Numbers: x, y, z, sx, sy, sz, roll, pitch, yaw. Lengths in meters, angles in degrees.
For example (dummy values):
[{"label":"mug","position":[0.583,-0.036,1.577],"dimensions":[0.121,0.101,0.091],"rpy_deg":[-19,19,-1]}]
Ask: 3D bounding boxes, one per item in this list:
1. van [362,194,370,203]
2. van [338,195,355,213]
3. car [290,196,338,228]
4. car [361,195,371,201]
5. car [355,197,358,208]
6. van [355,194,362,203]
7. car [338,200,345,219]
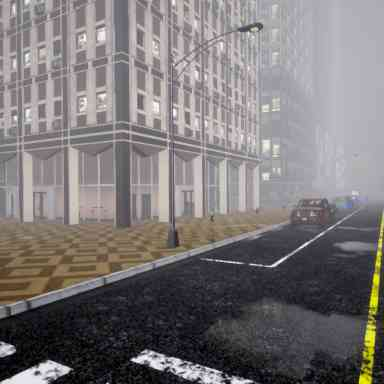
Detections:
[{"label":"van","position":[36.112,1.313,70.181],"dimensions":[1.690,1.788,3.998],"rpy_deg":[-1,0,30]},{"label":"van","position":[16.546,1.332,36.635],"dimensions":[1.690,1.788,3.998],"rpy_deg":[-1,0,30]},{"label":"car","position":[8.080,1.314,22.308],"dimensions":[2.192,1.841,5.009],"rpy_deg":[-1,0,30]},{"label":"car","position":[41.705,1.511,79.765],"dimensions":[1.887,1.381,4.507],"rpy_deg":[-1,0,30]},{"label":"car","position":[19.344,1.570,41.426],"dimensions":[1.802,1.307,4.206],"rpy_deg":[-1,0,30]},{"label":"van","position":[22.136,1.327,46.220],"dimensions":[1.690,1.788,3.998],"rpy_deg":[-1,0,30]},{"label":"car","position":[10.917,1.562,27.074],"dimensions":[1.947,1.339,4.313],"rpy_deg":[-1,0,30]}]
